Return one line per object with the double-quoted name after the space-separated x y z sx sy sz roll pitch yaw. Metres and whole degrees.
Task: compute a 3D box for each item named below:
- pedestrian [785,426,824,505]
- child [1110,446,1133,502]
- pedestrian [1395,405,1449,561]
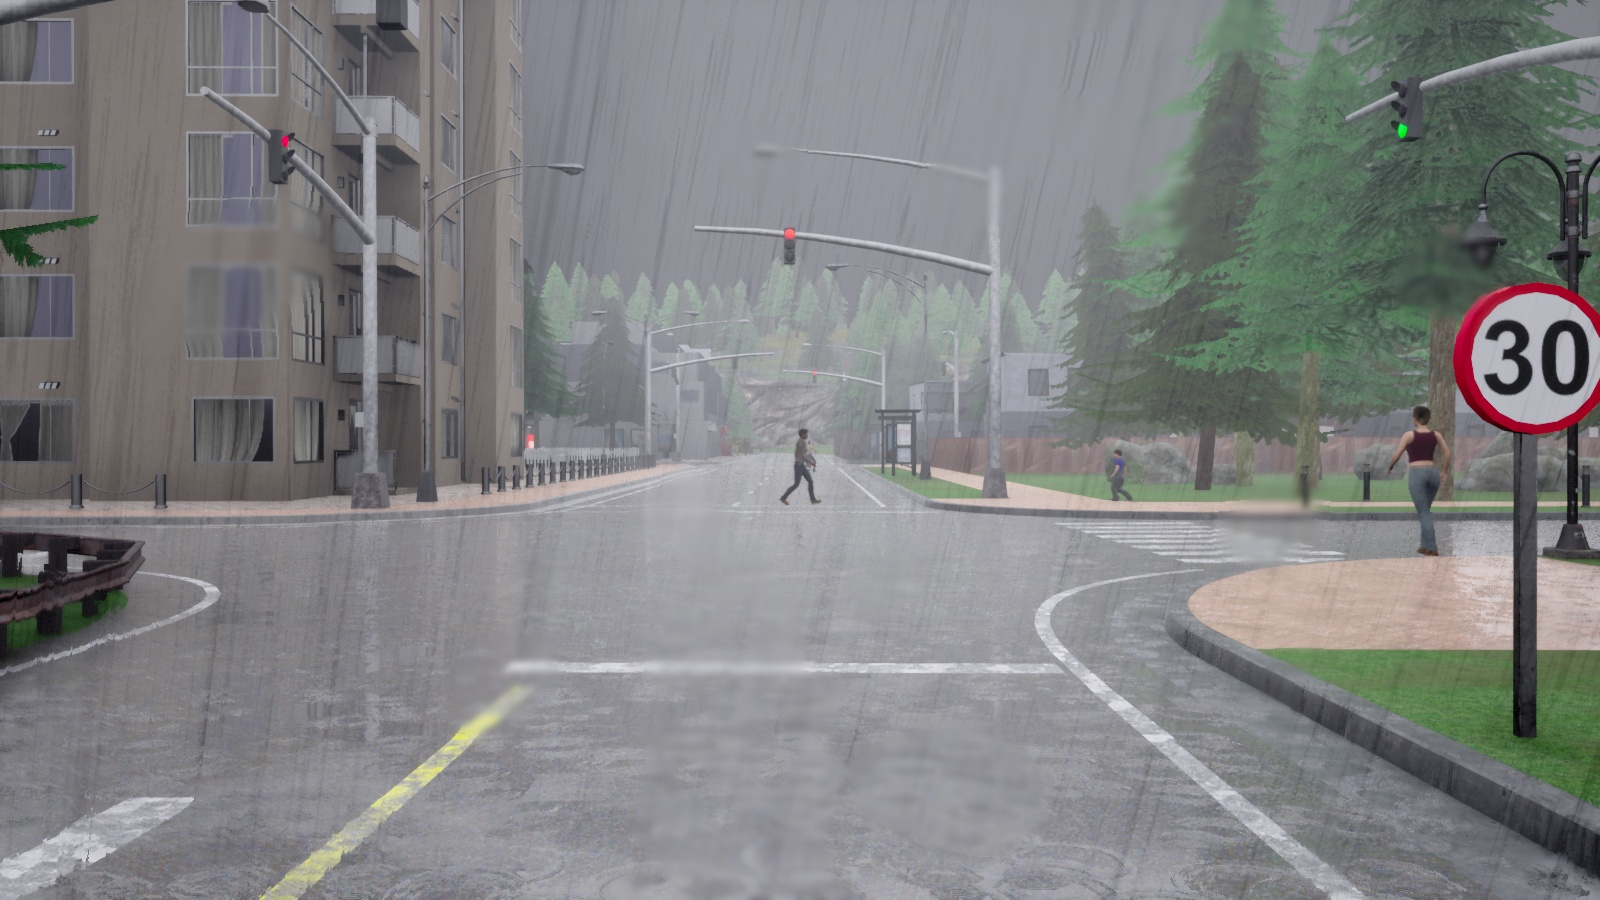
0.098 0.353 29.103 0.869 1.805 0.328 0 0 8 "pedestrian"
7.306 0.530 28.571 0.437 1.263 0.270 0 0 36 "child"
7.465 0.382 15.081 0.345 1.836 0.594 0 0 -1 "pedestrian"
